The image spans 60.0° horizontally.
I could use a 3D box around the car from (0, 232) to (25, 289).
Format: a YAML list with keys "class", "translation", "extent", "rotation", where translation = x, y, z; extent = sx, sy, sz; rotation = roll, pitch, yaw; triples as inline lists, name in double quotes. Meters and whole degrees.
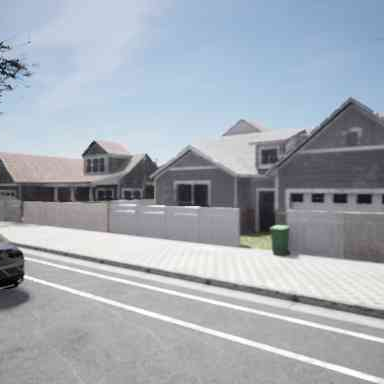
- class: "car"
  translation: [-5.865, 1.512, 7.985]
  extent: [4.892, 1.490, 1.837]
  rotation: [1, 0, 37]
